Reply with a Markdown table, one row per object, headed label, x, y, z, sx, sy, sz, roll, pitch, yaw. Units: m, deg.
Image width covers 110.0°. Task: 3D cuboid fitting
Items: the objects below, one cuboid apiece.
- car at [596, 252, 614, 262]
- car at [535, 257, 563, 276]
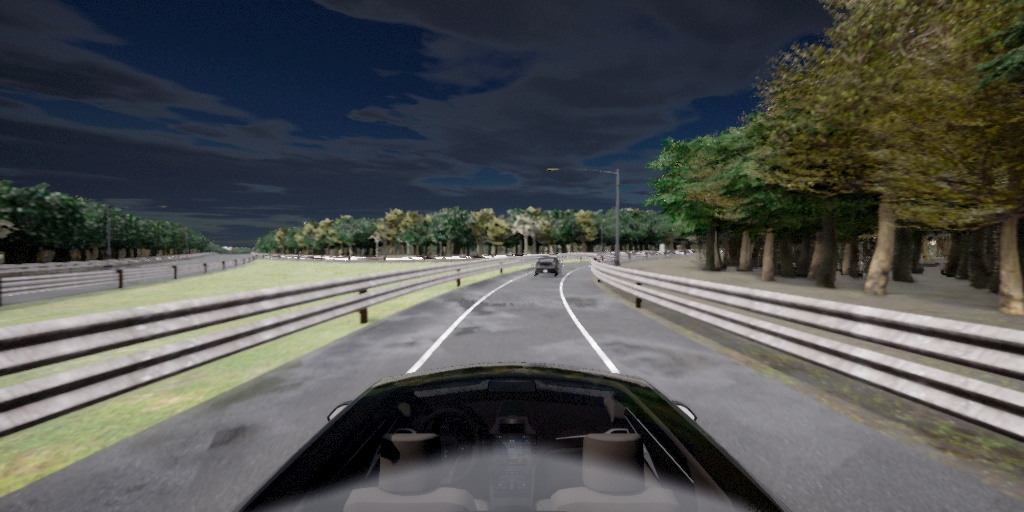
| label | x | y | z | sx | sy | sz | roll | pitch | yaw |
| --- | --- | --- | --- | --- | --- | --- | --- | --- | --- |
| car | 15.727 | 0.054 | 60.033 | 2.097 | 1.767 | 4.553 | 1 | 2 | 31 |
| car | 3.091 | 0.827 | 29.849 | 1.837 | 1.490 | 4.892 | 0 | 2 | 13 |
